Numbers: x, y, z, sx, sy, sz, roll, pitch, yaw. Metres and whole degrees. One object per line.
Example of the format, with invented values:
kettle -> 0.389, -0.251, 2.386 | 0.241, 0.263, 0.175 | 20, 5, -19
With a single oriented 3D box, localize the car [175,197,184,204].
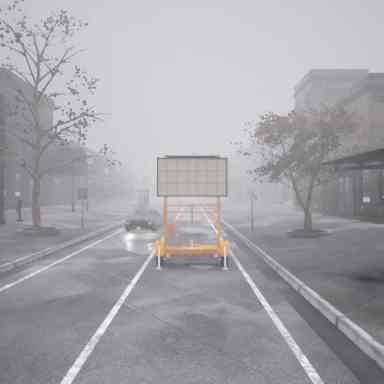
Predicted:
car -> -2.970, 2.086, 78.767 | 1.837, 1.490, 4.892 | 0, 0, 0

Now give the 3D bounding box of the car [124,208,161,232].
car -> -3.092, 1.754, 21.951 | 2.033, 1.411, 5.357 | 0, -1, 0

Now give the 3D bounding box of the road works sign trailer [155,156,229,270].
road works sign trailer -> 0.005, 0.562, 11.408 | 2.380, 3.560, 2.880 | 0, -1, 0
